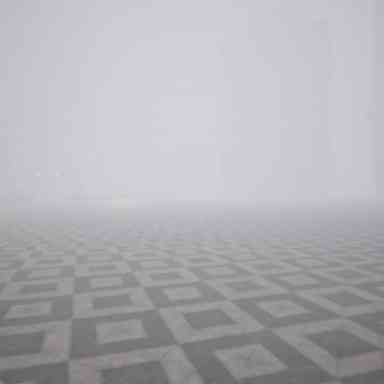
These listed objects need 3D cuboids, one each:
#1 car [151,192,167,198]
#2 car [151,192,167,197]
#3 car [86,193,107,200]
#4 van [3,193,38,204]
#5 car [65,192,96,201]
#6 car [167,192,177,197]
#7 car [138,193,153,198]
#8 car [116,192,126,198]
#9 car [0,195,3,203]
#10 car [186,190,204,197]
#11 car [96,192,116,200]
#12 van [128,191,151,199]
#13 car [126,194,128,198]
[{"bbox_3d":[-8.762,0.731,80.601,1.967,1.590,4.097,1,1,35],"label":"car"},{"bbox_3d":[-9.360,0.756,94.446,2.008,1.369,4.403,0,1,35],"label":"car"},{"bbox_3d":[-22.038,0.984,76.667,2.008,1.369,4.403,1,1,35],"label":"car"},{"bbox_3d":[-27.782,1.023,53.927,1.690,1.788,3.998,1,1,35],"label":"van"},{"bbox_3d":[-21.441,0.859,62.818,2.192,1.841,5.009,1,1,35],"label":"car"},{"bbox_3d":[-5.592,0.780,85.047,1.887,1.381,4.507,0,1,35],"label":"car"},{"bbox_3d":[-12.530,0.839,90.001,1.802,1.307,4.206,1,1,35],"label":"car"},{"bbox_3d":[-18.868,0.812,81.110,1.967,1.590,4.097,1,1,35],"label":"car"},{"bbox_3d":[-34.717,1.248,58.888,1.887,1.381,4.507,1,1,35],"label":"car"},{"bbox_3d":[0.747,0.716,93.938,1.802,1.307,4.206,0,1,35],"label":"car"},{"bbox_3d":[-18.271,1.028,67.266,2.008,1.369,4.403,1,1,35],"label":"car"},{"bbox_3d":[-11.932,0.691,76.155,1.690,1.788,3.998,1,1,35],"label":"van"},{"bbox_3d":[-15.699,0.858,85.557,1.887,1.381,4.507,1,1,35],"label":"car"}]
